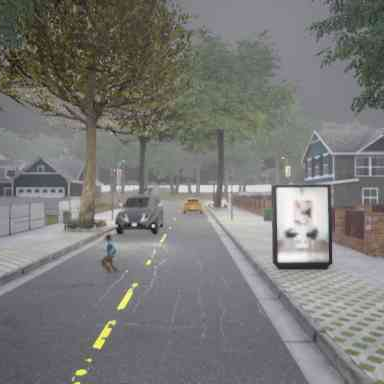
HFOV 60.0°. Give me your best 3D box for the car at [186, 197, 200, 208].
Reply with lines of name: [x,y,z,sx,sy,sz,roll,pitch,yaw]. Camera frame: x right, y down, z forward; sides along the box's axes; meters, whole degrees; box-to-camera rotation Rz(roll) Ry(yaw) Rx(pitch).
car: [0.066,1.399,45.550,1.812,1.442,4.674,0,0,0]

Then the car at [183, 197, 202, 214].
car: [0.084,1.408,35.150,1.882,1.535,5.008,0,0,0]

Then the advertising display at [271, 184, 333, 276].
advertising display: [2.990,1.023,9.085,1.540,2.440,0.280,-1,-1,0]

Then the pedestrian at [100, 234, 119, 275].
pedestrian: [-2.180,1.672,8.941,0.500,1.100,0.500,1,-1,-15]

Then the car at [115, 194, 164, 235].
car: [-2.856,1.196,19.246,2.150,2.045,5.566,0,1,0]
